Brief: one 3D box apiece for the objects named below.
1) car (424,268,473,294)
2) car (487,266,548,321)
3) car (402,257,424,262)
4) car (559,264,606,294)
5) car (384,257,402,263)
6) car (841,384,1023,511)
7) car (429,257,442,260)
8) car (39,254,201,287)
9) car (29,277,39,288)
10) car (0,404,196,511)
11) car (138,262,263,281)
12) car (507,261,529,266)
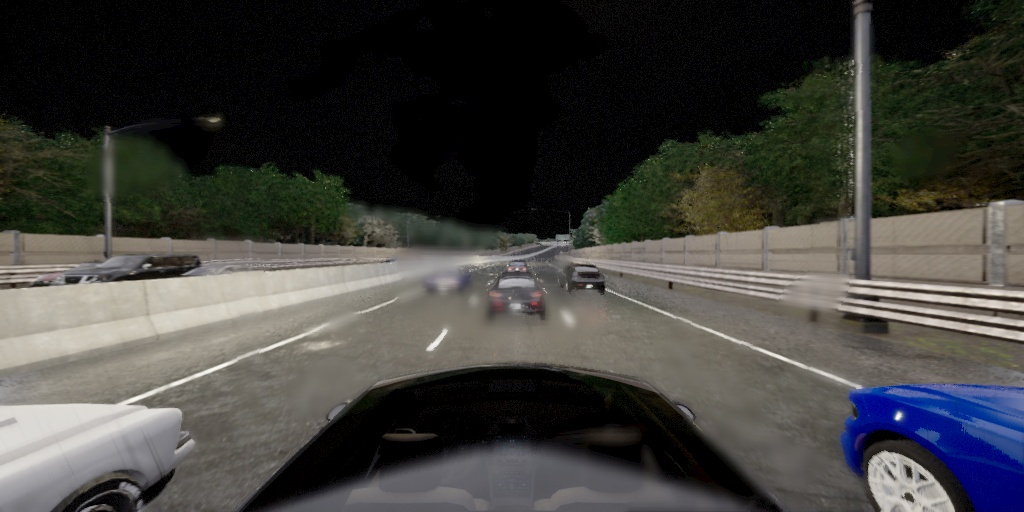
[{"bbox_3d":[-3.249,1.283,19.422,1.895,1.301,4.718,0,0,1],"label":"car"},{"bbox_3d":[0.178,1.253,12.295,1.812,1.442,4.674,0,0,1],"label":"car"},{"bbox_3d":[-16.098,0.844,59.584,1.882,1.535,5.008,0,0,3],"label":"car"},{"bbox_3d":[3.757,1.190,19.589,1.837,1.490,4.892,0,0,1],"label":"car"},{"bbox_3d":[-19.571,0.909,60.014,2.033,1.411,5.357,0,0,3],"label":"car"},{"bbox_3d":[3.611,1.229,0.823,1.882,1.535,5.008,0,0,0],"label":"car"},{"bbox_3d":[-12.602,0.896,59.495,1.812,1.442,4.674,0,0,3],"label":"car"},{"bbox_3d":[-17.485,0.913,16.948,2.150,2.045,5.566,0,0,1],"label":"car"},{"bbox_3d":[-20.960,1.033,18.303,2.097,1.767,4.553,0,0,1],"label":"car"},{"bbox_3d":[-3.392,1.349,0.608,1.895,1.301,4.718,0,0,0],"label":"car"},{"bbox_3d":[-13.980,1.185,16.972,2.128,1.511,4.902,0,0,1],"label":"car"},{"bbox_3d":[0.507,1.124,32.124,2.033,1.411,5.357,0,1,2],"label":"car"}]
